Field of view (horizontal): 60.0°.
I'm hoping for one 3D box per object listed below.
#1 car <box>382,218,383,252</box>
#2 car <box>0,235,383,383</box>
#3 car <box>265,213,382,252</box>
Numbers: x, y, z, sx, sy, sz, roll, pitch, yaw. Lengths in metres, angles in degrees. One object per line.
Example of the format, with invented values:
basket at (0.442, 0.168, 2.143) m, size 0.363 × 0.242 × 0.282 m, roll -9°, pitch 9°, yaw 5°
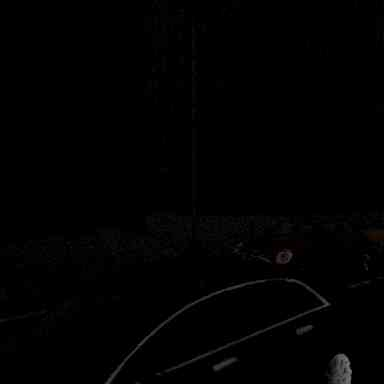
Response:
car at (7.270, 1.475, 11.863) m, size 4.829 × 1.417 × 1.752 m, roll 0°, pitch 0°, yaw -36°
car at (-0.208, 1.498, 3.232) m, size 4.892 × 1.490 × 1.837 m, roll 0°, pitch 0°, yaw -36°
car at (2.926, 1.410, 8.753) m, size 4.097 × 1.590 × 1.967 m, roll 0°, pitch 0°, yaw -36°
